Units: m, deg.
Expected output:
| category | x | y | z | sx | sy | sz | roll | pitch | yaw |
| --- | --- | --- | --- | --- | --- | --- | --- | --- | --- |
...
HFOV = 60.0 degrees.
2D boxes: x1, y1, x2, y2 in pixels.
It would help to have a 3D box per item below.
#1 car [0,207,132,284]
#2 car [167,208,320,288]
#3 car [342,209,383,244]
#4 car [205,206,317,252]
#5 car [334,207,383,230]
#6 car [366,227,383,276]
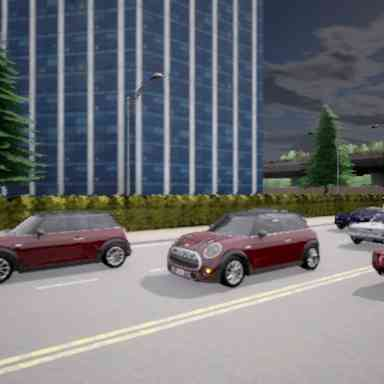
| category | x | y | z | sx | sy | sz | roll | pitch | yaw |
| --- | --- | --- | --- | --- | --- | --- | --- | --- | --- |
| car | -4.134 | 1.353 | 9.640 | 4.553 | 1.767 | 2.097 | 0 | 0 | -35 |
| car | 1.549 | 1.354 | 9.390 | 4.553 | 1.767 | 2.097 | 0 | 0 | -35 |
| car | 8.871 | 1.605 | 14.592 | 4.718 | 1.301 | 1.895 | 0 | 0 | -35 |
| car | 3.166 | 1.494 | 14.836 | 4.902 | 1.511 | 2.128 | 0 | 0 | -36 |
| car | 10.698 | 1.606 | 20.159 | 4.718 | 1.301 | 1.895 | 0 | 0 | -35 |
| car | 6.651 | 1.603 | 8.492 | 4.718 | 1.301 | 1.895 | 0 | 0 | -36 |
